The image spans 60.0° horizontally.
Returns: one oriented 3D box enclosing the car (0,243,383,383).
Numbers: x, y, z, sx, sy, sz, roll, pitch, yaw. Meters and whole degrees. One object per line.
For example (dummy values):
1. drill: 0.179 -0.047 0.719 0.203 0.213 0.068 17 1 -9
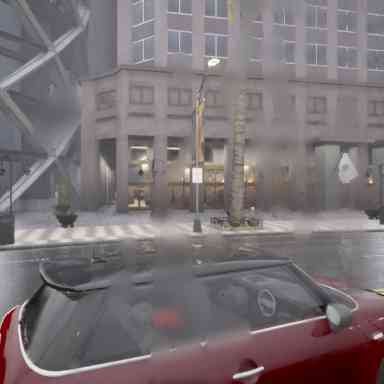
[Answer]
1. car: 0.417 1.352 3.503 4.553 1.767 2.097 0 0 -28
